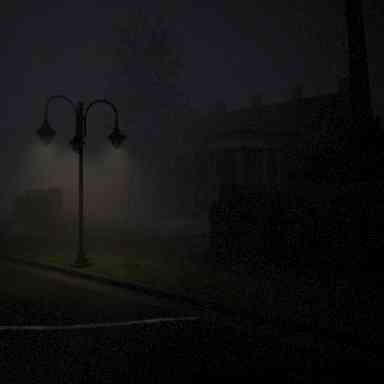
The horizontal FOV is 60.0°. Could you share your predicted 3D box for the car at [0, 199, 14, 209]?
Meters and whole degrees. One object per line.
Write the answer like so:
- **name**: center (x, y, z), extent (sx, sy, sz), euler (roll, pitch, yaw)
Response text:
- **car**: center (-24.808, 1.599, 42.927), extent (1.895, 1.301, 4.718), euler (0, 0, 7)
